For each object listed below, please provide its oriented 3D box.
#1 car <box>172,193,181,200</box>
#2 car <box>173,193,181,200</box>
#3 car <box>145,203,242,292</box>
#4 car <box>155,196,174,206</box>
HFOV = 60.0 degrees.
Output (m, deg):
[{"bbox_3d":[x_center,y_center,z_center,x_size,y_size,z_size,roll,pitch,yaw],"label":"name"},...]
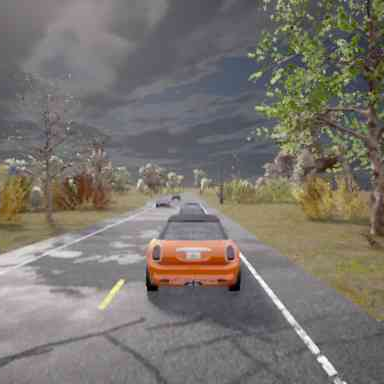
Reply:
[{"bbox_3d":[-3.949,1.093,86.175,2.097,1.767,4.553,0,0,0],"label":"car"},{"bbox_3d":[-3.792,1.197,78.809,1.837,1.490,4.892,0,0,-2],"label":"car"},{"bbox_3d":[0.041,1.346,9.085,2.097,1.767,4.553,0,0,0],"label":"car"},{"bbox_3d":[-3.944,1.519,46.137,1.994,1.385,4.181,0,0,-2],"label":"car"}]
